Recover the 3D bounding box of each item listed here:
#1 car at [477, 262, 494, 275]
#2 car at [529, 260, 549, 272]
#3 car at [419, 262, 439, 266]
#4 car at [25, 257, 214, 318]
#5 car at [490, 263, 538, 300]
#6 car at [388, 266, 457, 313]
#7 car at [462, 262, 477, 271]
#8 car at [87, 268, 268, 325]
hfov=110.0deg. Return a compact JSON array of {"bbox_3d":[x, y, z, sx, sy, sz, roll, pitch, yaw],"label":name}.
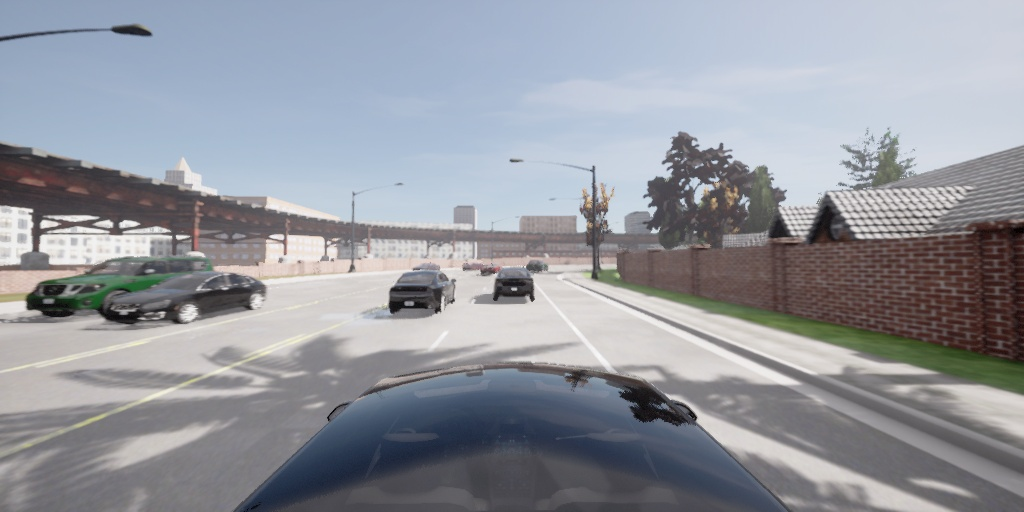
[{"bbox_3d":[-2.259,1.554,42.470,1.895,1.301,4.718,0,0,12],"label":"car"},{"bbox_3d":[3.569,1.287,48.822,2.097,1.767,4.553,0,0,21],"label":"car"},{"bbox_3d":[-11.717,1.592,49.206,2.033,1.411,5.357,-1,-1,14],"label":"car"},{"bbox_3d":[-14.101,1.041,13.671,2.150,2.045,5.566,0,0,0],"label":"car"},{"bbox_3d":[0.096,1.321,18.296,1.882,1.535,5.008,0,0,0],"label":"car"},{"bbox_3d":[-3.404,1.329,14.325,1.837,1.490,4.892,0,0,0],"label":"car"},{"bbox_3d":[-5.857,1.607,54.065,1.994,1.385,4.181,-1,0,23],"label":"car"},{"bbox_3d":[-10.598,1.316,12.217,1.837,1.490,4.892,0,0,0],"label":"car"}]
